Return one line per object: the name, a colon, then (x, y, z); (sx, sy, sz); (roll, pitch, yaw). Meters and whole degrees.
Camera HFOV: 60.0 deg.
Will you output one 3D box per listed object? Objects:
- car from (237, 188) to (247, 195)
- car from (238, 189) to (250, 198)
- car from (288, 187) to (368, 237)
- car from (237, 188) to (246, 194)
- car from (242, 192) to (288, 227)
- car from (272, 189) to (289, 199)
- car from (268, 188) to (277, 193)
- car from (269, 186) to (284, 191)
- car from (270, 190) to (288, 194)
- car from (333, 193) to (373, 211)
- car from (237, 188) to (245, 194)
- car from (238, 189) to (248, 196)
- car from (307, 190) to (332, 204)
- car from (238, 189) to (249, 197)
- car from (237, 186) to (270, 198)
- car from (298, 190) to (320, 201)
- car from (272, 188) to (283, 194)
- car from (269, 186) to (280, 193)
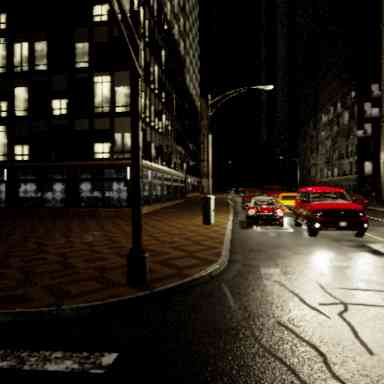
car: (11.086, -0.072, 73.840); (2.008, 1.369, 4.403); (1, 1, 7)
car: (8.948, 0.279, 57.255); (1.887, 1.381, 4.507); (1, 1, 7)
car: (6.176, 0.822, 15.576); (2.150, 2.045, 5.566); (-1, 1, 7)
car: (11.799, -0.176, 79.368); (1.947, 1.339, 4.313); (1, 1, 7)
car: (3.961, 1.009, 18.556); (1.967, 1.590, 4.097); (1, 1, 7)
car: (14.389, 0.270, 54.375); (2.033, 1.411, 5.357); (-1, 1, 7)
car: (21.546, -0.500, 89.436); (1.947, 1.339, 4.313); (0, 1, 7)
car: (8.853, 0.374, 36.325); (2.150, 2.045, 5.566); (-1, 1, 7)
car: (7.508, 0.855, 25.921); (1.882, 1.535, 5.008); (-1, 1, 7)
car: (13.703, 0.827, 28.603); (1.802, 1.307, 4.206); (0, 1, 7)
car: (12.512, -0.316, 84.896); (1.887, 1.381, 4.507); (1, 1, 7)
car: (10.374, 0.041, 68.311); (1.887, 1.381, 4.507); (1, 1, 7)
car: (15.152, 0.528, 39.832); (1.752, 1.417, 4.829); (0, 1, 7)
car: (9.661, 0.166, 62.783); (2.008, 1.369, 4.403); (1, 1, 7)
car: (5.387, 0.646, 29.609); (2.192, 1.841, 5.009); (1, 1, 7)
car: (15.843, 0.453, 45.195); (1.947, 1.339, 4.313); (0, 1, 7)
car: (20.120, -0.283, 78.375); (1.887, 1.381, 4.507); (0, 1, 7)
car: (20.835, -0.632, 83.901); (2.192, 1.841, 5.009); (0, 1, 7)
